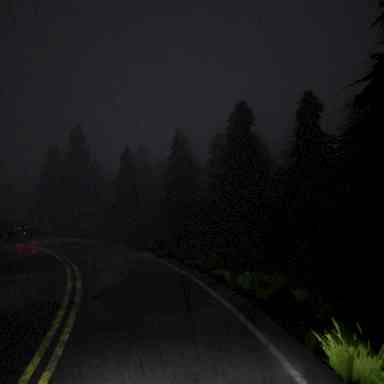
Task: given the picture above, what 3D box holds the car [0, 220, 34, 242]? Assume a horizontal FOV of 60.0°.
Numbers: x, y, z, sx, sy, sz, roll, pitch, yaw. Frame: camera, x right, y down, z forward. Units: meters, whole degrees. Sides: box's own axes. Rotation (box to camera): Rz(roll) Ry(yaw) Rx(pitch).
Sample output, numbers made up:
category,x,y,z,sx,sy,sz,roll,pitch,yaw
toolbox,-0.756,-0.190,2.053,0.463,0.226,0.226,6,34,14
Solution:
category,x,y,z,sx,sy,sz,roll,pitch,yaw
car,-14.241,2.999,26.031,4.902,1.511,2.128,-5,-1,39
